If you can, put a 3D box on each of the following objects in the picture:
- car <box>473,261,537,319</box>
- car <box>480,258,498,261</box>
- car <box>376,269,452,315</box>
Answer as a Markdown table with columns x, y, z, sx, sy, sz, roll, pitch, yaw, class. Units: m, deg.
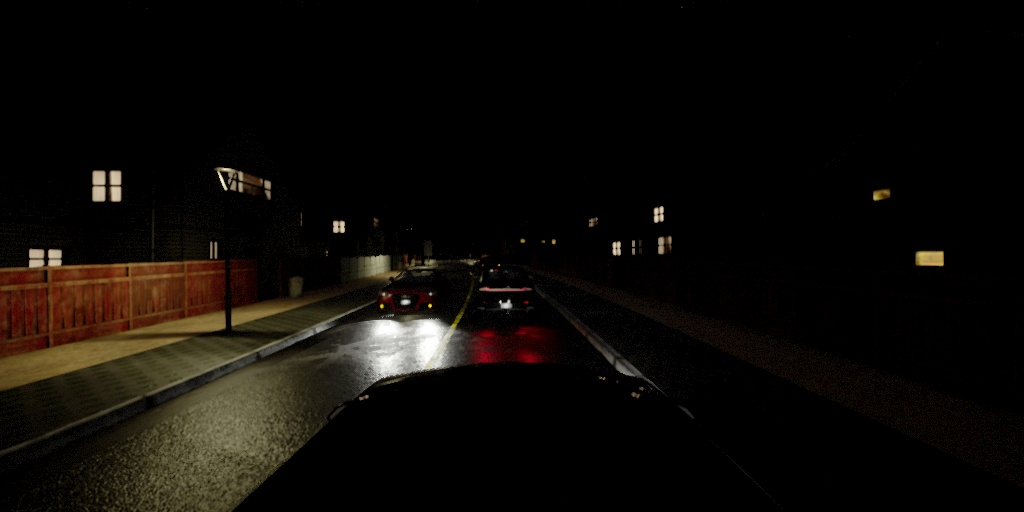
| x | y | z | sx | sy | sz | roll | pitch | yaw | class |
| --- | --- | --- | --- | --- | --- | --- | --- | --- | --- |
| -0.276 | 1.085 | 12.074 | 2.128 | 1.511 | 4.902 | 0 | 1 | -3 | car |
| -1.902 | 0.875 | 29.453 | 1.837 | 1.490 | 4.892 | 0 | 1 | -7 | car |
| -3.261 | 1.146 | 12.616 | 1.994 | 1.385 | 4.181 | 0 | 1 | -3 | car |
